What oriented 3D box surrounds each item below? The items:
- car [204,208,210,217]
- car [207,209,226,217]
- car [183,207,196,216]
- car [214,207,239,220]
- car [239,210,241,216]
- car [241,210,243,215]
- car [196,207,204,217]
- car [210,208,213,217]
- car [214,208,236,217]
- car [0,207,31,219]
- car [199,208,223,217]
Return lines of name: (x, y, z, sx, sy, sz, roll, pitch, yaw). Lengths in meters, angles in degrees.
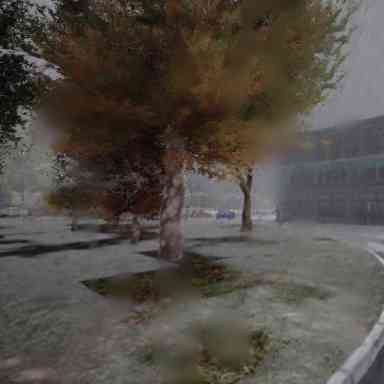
car: (0.534, 4.316, 72.677, 5.566, 2.045, 2.435, 1, -4, 7)
car: (6.036, 5.183, 83.180, 4.553, 1.767, 2.185, 1, -3, 8)
car: (-2.190, 4.171, 67.369, 4.892, 1.521, 2.231, 2, -3, 7)
car: (5.727, 3.593, 54.555, 2.150, 2.045, 5.566, 1, -3, 19)
car: (10.244, 5.763, 91.020, 4.892, 1.521, 2.231, 1, -3, 9)
car: (11.691, 5.893, 93.610, 5.008, 1.535, 2.097, 1, -2, 9)
car: (-0.874, 4.116, 70.033, 5.566, 2.045, 2.435, 1, -3, 7)
car: (1.829, 4.637, 75.307, 4.553, 1.767, 2.185, 1, -4, 7)
car: (8.800, 5.369, 88.418, 5.566, 2.045, 2.435, 1, -2, 8)
car: (-23.190, 2.706, 42.351, 4.902, 1.511, 2.128, 1, -2, -19)
car: (4.645, 4.886, 80.569, 5.566, 2.045, 2.435, 1, -3, 8)
